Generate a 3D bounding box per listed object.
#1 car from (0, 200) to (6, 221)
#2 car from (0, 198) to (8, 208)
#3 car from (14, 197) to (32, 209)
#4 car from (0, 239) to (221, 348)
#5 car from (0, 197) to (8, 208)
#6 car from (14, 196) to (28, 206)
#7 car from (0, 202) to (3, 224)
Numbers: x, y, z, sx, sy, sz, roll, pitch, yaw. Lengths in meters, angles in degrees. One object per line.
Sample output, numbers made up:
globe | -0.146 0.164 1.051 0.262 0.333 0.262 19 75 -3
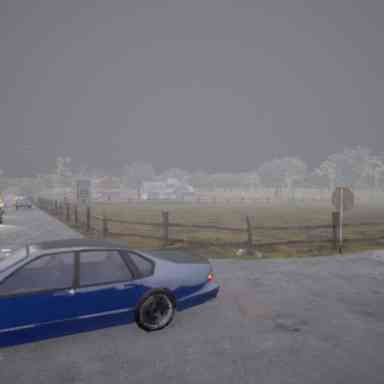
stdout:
car | -14.858 1.551 24.206 1.994 1.385 4.181 0 0 -29
car | -19.915 1.463 33.543 1.882 1.535 5.008 0 0 -28
car | -22.501 1.529 44.429 2.033 1.411 5.357 0 0 -28
car | -2.156 1.543 5.506 5.357 1.411 2.033 0 0 -27
car | -27.450 1.538 47.544 2.033 1.411 5.357 0 0 -29
car | -27.697 1.459 53.747 1.882 1.535 5.008 0 0 -29
car | -10.112 1.467 15.499 1.882 1.535 5.008 0 0 -28
